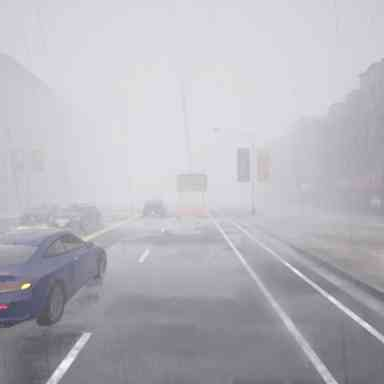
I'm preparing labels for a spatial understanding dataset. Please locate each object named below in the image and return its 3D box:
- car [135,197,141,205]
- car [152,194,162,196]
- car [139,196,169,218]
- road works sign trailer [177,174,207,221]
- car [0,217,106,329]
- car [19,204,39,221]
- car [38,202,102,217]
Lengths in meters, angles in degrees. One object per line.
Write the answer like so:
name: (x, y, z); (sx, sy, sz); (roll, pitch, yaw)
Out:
car: (-9.766, 1.693, 64.546); (1.812, 1.442, 4.674); (0, -1, 0)
car: (-6.533, 1.342, 61.442); (2.150, 2.045, 5.566); (0, -1, 1)
car: (-3.154, 1.385, 29.072); (1.837, 1.490, 4.892); (0, 0, 0)
road works sign trailer: (-0.003, 0.344, 26.167); (2.380, 3.560, 2.880); (0, 0, 0)
car: (-3.151, 1.480, 6.831); (1.812, 1.442, 4.674); (0, 0, 0)
car: (-9.850, 1.448, 22.474); (1.994, 1.385, 4.181); (0, 0, 0)
car: (-6.601, 1.384, 19.310); (2.128, 1.511, 4.902); (0, 0, 0)
